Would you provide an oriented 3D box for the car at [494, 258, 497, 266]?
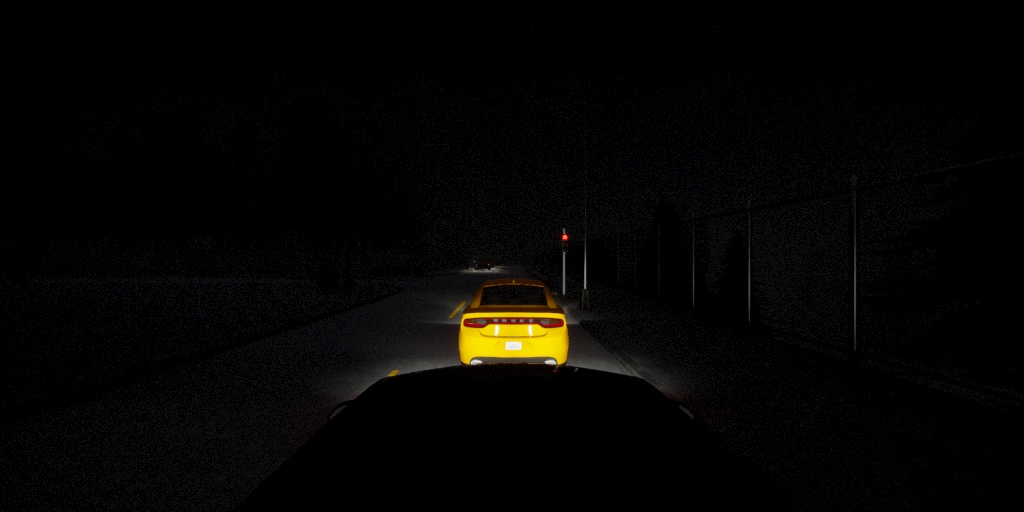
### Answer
[{"bbox_3d":[-4.108,1.351,62.224,1.895,1.301,4.718,0,0,0],"label":"car"}]

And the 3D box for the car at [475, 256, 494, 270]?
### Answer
[{"bbox_3d":[-4.122,1.102,51.948,2.097,1.767,4.553,0,0,0],"label":"car"}]

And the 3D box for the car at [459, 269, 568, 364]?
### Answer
[{"bbox_3d":[0.043,1.228,7.979,1.882,1.535,5.008,0,0,0],"label":"car"}]
